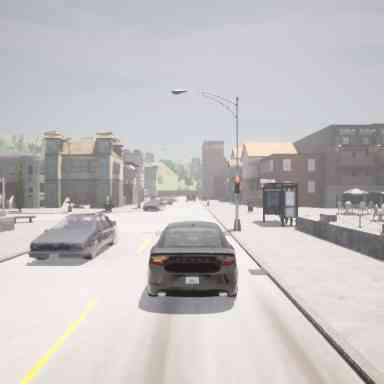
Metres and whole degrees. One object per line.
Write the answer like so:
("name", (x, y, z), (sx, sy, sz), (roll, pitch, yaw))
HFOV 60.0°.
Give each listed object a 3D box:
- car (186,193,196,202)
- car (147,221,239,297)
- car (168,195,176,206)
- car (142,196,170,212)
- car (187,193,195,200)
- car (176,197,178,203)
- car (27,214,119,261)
("car", (-0.210, 1.217, 76.739), (2.150, 2.045, 5.566), (0, 0, 0))
("car", (0.027, 1.478, 8.613), (1.882, 1.535, 5.008), (0, 0, 0))
("car", (-4.241, 1.492, 55.692), (2.128, 1.511, 4.902), (0, 0, 0))
("car", (-4.392, 1.548, 39.352), (2.033, 1.411, 5.357), (0, 0, 5))
("car", (-0.239, 1.187, 87.100), (2.097, 1.767, 4.553), (0, 0, 0))
("car", (-4.193, 1.355, 70.768), (2.097, 1.767, 4.553), (0, 0, 0))
("car", (-4.132, 1.547, 12.636), (2.033, 1.411, 5.357), (0, 0, 0))
